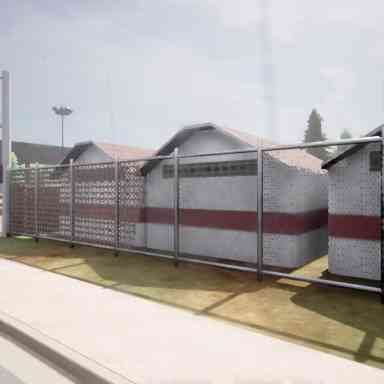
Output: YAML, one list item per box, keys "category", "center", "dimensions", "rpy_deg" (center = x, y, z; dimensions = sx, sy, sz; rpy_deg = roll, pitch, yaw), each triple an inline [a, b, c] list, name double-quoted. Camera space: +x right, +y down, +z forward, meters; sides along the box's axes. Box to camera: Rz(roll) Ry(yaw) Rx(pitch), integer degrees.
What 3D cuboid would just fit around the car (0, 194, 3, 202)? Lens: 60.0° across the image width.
- category: "car"
  center: [-22.535, 1.222, 39.964]
  dimensions: [2.150, 2.045, 5.566]
  rpy_deg: [0, 0, 37]
